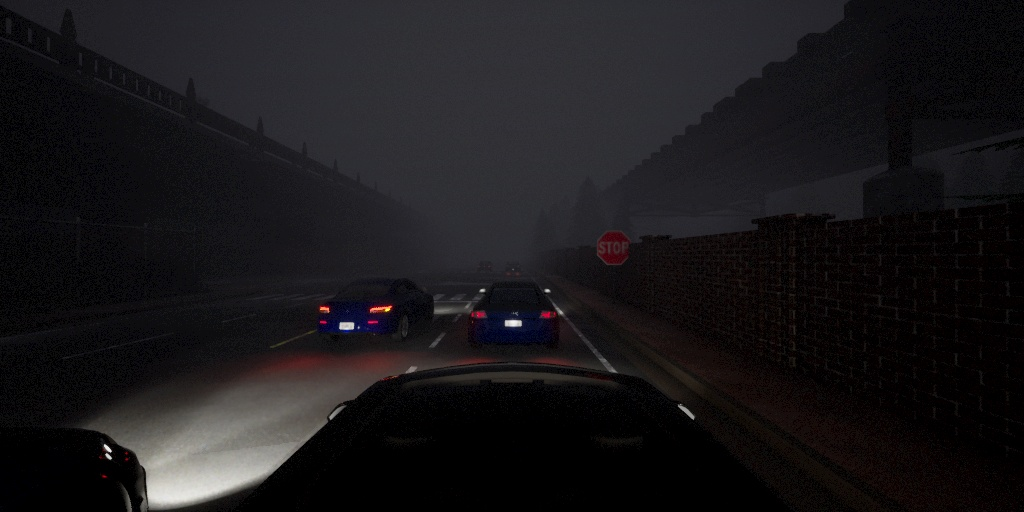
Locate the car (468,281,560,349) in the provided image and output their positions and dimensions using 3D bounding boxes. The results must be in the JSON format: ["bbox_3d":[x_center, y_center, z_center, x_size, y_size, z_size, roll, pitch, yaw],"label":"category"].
[{"bbox_3d":[0.070,1.314,9.169,1.994,1.385,4.181,0,0,1],"label":"car"}]

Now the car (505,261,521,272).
[{"bbox_3d":[0.104,1.351,45.987,1.895,1.301,4.718,0,0,-1],"label":"car"}]

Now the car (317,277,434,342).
[{"bbox_3d":[-3.411,1.276,9.691,1.812,1.442,4.674,0,0,0],"label":"car"}]

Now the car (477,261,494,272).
[{"bbox_3d":[-3.391,1.297,45.828,2.033,1.411,5.357,0,0,-1],"label":"car"}]

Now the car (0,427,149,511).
[{"bbox_3d":[-3.398,1.314,0.595,1.994,1.385,4.181,0,0,0],"label":"car"}]
